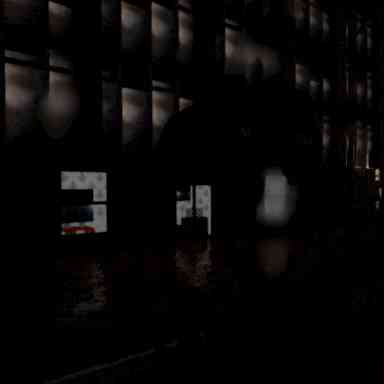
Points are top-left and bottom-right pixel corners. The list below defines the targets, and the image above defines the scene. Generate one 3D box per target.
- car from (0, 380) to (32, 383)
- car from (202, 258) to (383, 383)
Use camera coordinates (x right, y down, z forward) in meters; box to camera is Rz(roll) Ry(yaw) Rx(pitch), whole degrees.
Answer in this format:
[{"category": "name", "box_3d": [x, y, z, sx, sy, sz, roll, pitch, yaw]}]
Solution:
[{"category": "car", "box_3d": [-2.475, 1.565, 0.702, 4.313, 1.339, 1.947, 0, -1, -35]}, {"category": "car", "box_3d": [2.175, 1.544, 3.971, 4.507, 1.381, 1.887, 0, -1, -35]}]
